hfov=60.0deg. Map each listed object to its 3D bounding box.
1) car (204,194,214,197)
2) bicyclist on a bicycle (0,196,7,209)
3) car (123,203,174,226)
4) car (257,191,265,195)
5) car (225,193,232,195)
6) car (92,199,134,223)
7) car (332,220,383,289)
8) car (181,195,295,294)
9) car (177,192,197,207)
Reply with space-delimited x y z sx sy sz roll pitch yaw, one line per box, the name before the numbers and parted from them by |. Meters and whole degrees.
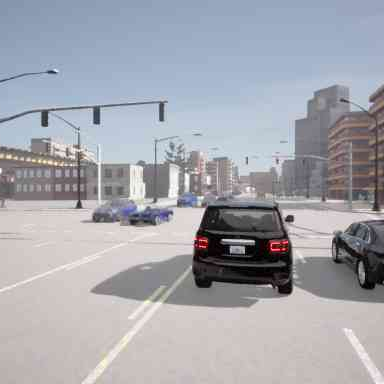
car | 2.473 1.380 46.109 1.837 1.490 4.892 0 1 12
bicyclist on a bicycle | -23.709 1.303 41.577 0.582 1.620 1.656 0 0 10
car | -2.770 1.582 23.215 1.895 1.301 4.718 0 0 13
car | 17.686 0.559 85.148 2.097 1.767 4.553 0 1 12
car | 5.795 1.225 62.191 1.895 1.301 4.718 0 1 12
car | -5.811 1.336 25.596 2.097 1.767 4.553 0 0 13
car | 5.127 1.505 8.962 1.837 1.490 4.892 0 0 11
car | 1.566 1.221 9.093 2.150 2.045 5.566 0 0 15
car | -0.603 1.072 48.515 2.150 2.045 5.566 0 2 12
